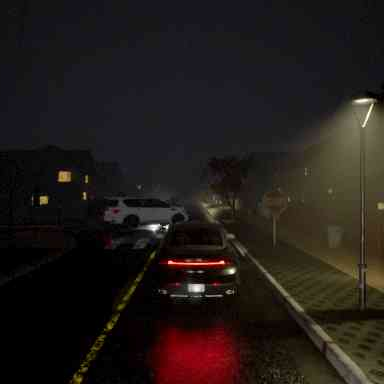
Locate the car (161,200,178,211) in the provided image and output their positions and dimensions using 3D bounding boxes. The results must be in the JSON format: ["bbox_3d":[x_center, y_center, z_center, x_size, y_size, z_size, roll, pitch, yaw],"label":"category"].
[{"bbox_3d":[-2.927,1.722,43.925,1.895,1.301,4.718,0,0,0],"label":"car"}]

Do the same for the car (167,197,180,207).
[{"bbox_3d":[-2.943,1.651,54.109,1.882,1.535,5.008,0,0,0],"label":"car"}]

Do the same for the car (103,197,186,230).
[{"bbox_3d":[-2.948,1.334,21.604,5.566,2.045,2.150,1,-1,-34],"label":"car"}]

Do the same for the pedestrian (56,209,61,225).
[{"bbox_3d":[-9.958,1.477,24.861,0.375,1.860,0.375,0,-2,5],"label":"pedestrian"}]

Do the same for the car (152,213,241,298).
[{"bbox_3d":[0.083,1.517,8.524,1.837,1.490,4.892,0,0,0],"label":"car"}]

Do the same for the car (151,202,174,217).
[{"bbox_3d":[-2.913,1.682,33.795,1.895,1.301,4.718,0,0,0],"label":"car"}]
